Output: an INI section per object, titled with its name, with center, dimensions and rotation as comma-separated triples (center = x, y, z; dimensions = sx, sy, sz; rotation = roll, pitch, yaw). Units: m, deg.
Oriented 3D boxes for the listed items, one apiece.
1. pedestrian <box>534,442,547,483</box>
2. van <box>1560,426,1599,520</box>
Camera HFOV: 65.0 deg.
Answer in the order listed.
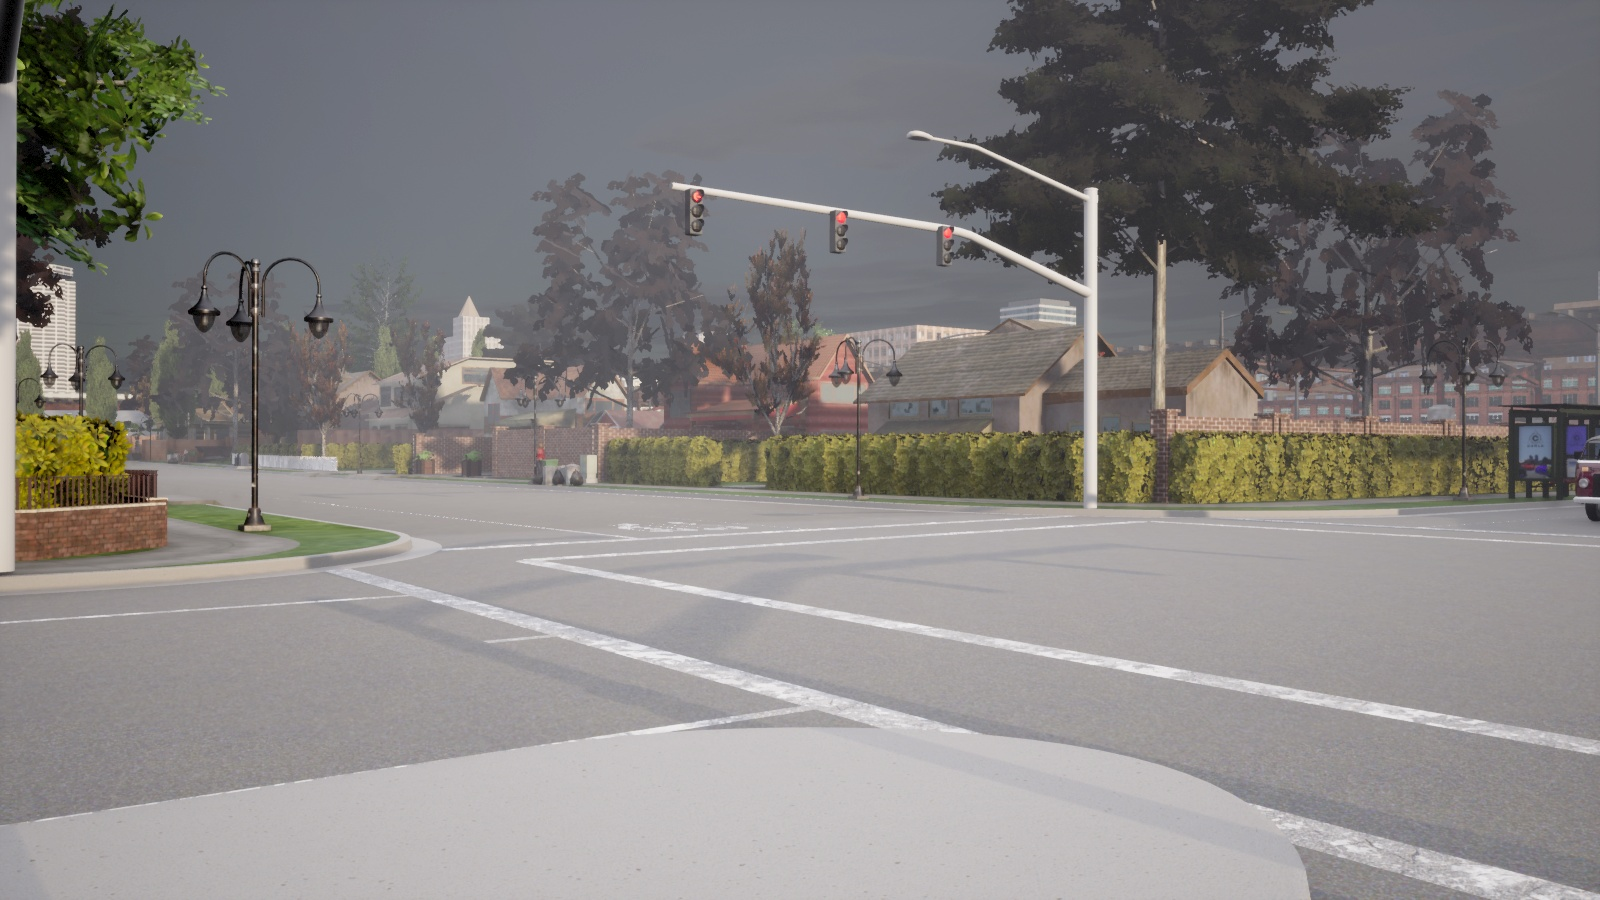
[pedestrian]
center = -11.697, 0.573, 56.601
dimensions = 0.331, 1.846, 0.636
rotation = 0, 0, -36
[van]
center = 19.198, 0.497, 28.227
dimensions = 4.480, 2.038, 2.069
rotation = 0, 0, -37
